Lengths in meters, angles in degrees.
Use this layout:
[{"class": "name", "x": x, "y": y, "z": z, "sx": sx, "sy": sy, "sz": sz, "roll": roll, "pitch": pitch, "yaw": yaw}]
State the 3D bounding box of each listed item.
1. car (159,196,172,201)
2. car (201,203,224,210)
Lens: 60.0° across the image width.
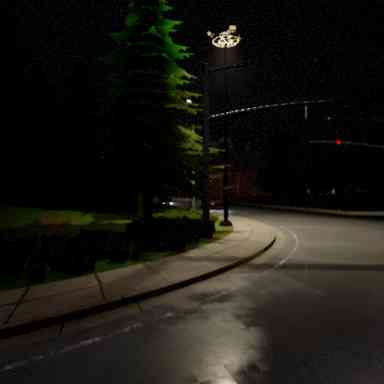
[{"class": "car", "x": -5.535, "y": 1.514, "z": 69.233, "sx": 1.895, "sy": 1.301, "sz": 4.718, "roll": 0, "pitch": 0, "yaw": -18}, {"class": "car", "x": 2.713, "y": 1.291, "z": 41.481, "sx": 2.097, "sy": 1.767, "sz": 4.553, "roll": 0, "pitch": 0, "yaw": -16}]
